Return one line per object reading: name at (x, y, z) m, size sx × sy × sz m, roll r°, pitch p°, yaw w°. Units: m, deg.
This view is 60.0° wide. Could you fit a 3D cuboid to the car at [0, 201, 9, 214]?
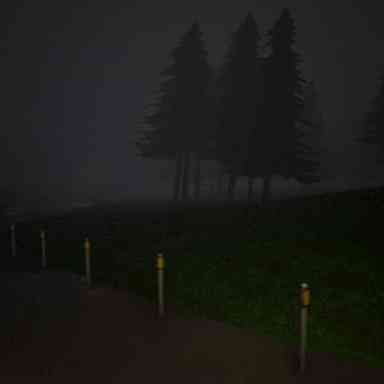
car at (-21.393, 1.513, 35.641) m, size 2.097 × 1.767 × 4.553 m, roll 4°, pitch -1°, yaw -8°
